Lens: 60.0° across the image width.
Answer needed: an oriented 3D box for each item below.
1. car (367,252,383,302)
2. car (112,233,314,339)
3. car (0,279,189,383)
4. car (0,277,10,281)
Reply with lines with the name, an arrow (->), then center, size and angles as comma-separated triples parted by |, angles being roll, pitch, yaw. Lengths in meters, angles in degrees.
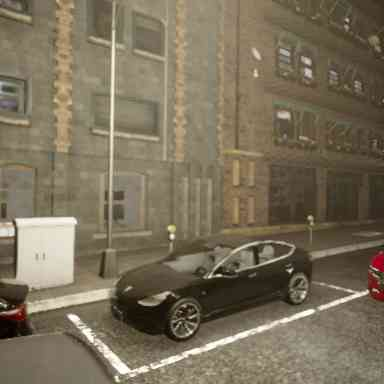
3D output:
car -> 5.708, 1.463, 7.141 | 5.008, 1.535, 1.882 | 0, 0, -36
car -> 0.601, 1.559, 6.510 | 4.313, 1.339, 1.947 | 0, 1, -35
car -> -2.767, 1.552, 1.096 | 5.357, 1.411, 2.033 | 0, 0, -35
car -> -3.926, 1.569, 3.280 | 4.313, 1.339, 1.947 | 0, 1, -35
